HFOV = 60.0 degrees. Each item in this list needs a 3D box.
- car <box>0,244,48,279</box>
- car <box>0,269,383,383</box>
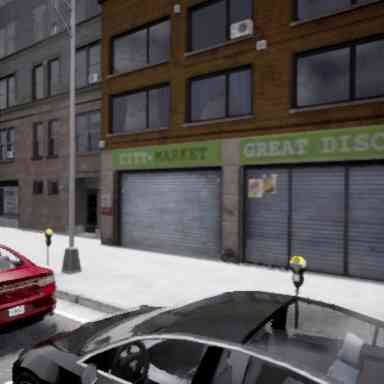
[{"bbox_3d":[-4.302,1.559,6.022,4.507,1.381,1.887,0,1,36],"label":"car"},{"bbox_3d":[0.266,1.569,2.764,4.313,1.339,1.947,0,1,36],"label":"car"}]
